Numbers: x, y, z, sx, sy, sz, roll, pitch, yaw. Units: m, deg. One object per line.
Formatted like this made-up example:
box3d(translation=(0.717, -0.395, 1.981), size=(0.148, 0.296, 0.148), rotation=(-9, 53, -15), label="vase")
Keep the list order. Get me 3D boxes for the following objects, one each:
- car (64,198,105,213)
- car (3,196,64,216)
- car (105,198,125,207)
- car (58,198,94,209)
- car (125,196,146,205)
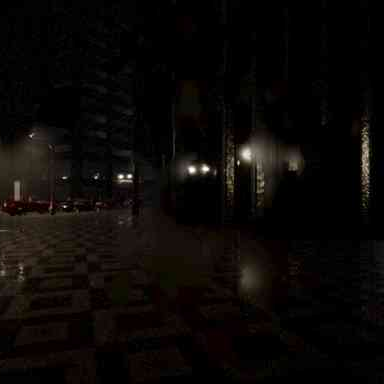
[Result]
box3d(translation=(-12.186, 1.571, 36.589), size=(1.947, 1.339, 4.313), rotation=(0, 0, 35), label="car")
box3d(translation=(-15.399, 1.323, 31.953), size=(2.192, 1.841, 5.009), rotation=(0, 0, 35), label="car")
box3d(translation=(-12.754, 1.574, 50.736), size=(1.802, 1.307, 4.206), rotation=(0, 0, 35), label="car")
box3d(translation=(-15.967, 1.540, 46.101), size=(1.887, 1.381, 4.507), rotation=(0, 0, 35), label="car")
box3d(translation=(-9.542, 1.429, 55.371), size=(1.967, 1.590, 4.097), rotation=(0, 0, 35), label="car")
